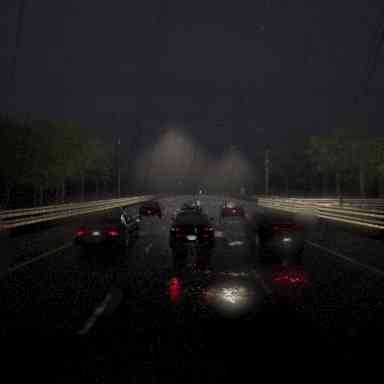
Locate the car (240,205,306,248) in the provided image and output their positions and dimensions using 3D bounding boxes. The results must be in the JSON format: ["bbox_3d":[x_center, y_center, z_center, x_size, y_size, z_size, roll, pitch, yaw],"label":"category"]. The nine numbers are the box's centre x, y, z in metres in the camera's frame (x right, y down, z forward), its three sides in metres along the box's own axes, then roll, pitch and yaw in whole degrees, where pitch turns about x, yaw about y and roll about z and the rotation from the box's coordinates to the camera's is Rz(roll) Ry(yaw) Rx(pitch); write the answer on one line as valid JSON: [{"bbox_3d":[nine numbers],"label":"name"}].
[{"bbox_3d":[3.500,1.517,14.650,1.837,1.490,4.892,0,0,0],"label":"car"}]

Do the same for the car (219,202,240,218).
[{"bbox_3d":[3.500,1.569,29.650,1.994,1.385,4.181,0,0,0],"label":"car"}]

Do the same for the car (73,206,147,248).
[{"bbox_3d":[-3.500,1.563,14.650,2.033,1.411,5.357,0,0,0],"label":"car"}]

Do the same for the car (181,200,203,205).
[{"bbox_3d":[0.000,1.491,29.650,2.128,1.511,4.902,0,0,0],"label":"car"}]

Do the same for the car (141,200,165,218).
[{"bbox_3d":[-3.500,1.481,29.650,1.882,1.535,5.008,0,0,0],"label":"car"}]

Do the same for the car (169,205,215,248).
[{"bbox_3d":[0.000,1.533,14.650,1.812,1.442,4.674,0,0,0],"label":"car"}]
